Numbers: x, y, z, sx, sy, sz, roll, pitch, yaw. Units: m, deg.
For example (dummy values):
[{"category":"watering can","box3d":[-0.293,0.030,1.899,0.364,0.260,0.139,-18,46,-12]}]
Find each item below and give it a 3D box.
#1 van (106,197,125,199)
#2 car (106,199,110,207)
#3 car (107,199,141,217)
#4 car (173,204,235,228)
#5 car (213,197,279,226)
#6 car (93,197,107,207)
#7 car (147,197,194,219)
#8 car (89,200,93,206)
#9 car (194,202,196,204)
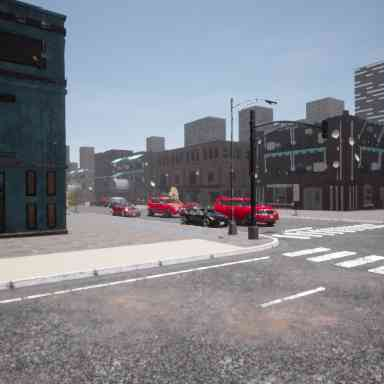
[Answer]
[{"category":"van","box3d":[-13.214,1.907,58.946,1.690,1.788,3.998,-1,0,-36]},{"category":"car","box3d":[-9.068,1.963,43.227,1.837,1.490,4.892,-1,0,-35]},{"category":"car","box3d":[-7.159,1.846,36.057,1.967,1.590,4.097,-1,0,-36]},{"category":"car","box3d":[0.811,1.814,24.695,1.947,1.339,4.313,-2,0,-36]},{"category":"car","box3d":[3.899,1.428,25.017,2.150,2.045,5.566,-1,-1,-34]},{"category":"car","box3d":[-16.432,1.940,63.449,2.192,1.841,5.009,-1,0,-36]},{"category":"car","box3d":[-2.582,1.556,34.120,2.150,2.045,5.566,-1,-1,-35]},{"category":"car","box3d":[-19.644,2.228,67.954,1.887,1.381,4.507,-1,0,-36]},{"category":"car","box3d":[-0.338,1.904,40.931,1.802,1.307,4.206,-2,0,-36]}]
